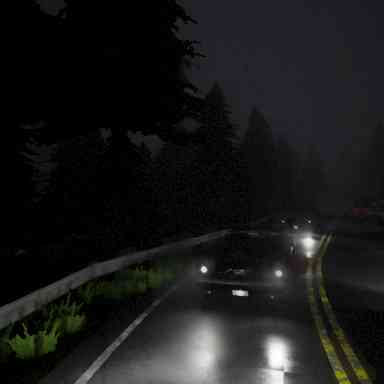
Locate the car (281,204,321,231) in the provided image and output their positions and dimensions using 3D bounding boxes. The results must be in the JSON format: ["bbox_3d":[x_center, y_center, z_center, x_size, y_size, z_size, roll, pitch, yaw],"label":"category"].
[{"bbox_3d":[6.665,1.461,20.056,2.033,1.411,5.357,-2,0,26],"label":"car"}]

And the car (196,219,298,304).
[{"bbox_3d":[1.585,1.599,8.414,1.895,1.301,4.718,-1,0,18],"label":"car"}]

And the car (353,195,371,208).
[{"bbox_3d":[20.618,1.060,40.239,2.128,1.511,4.902,-2,0,28],"label":"car"}]
